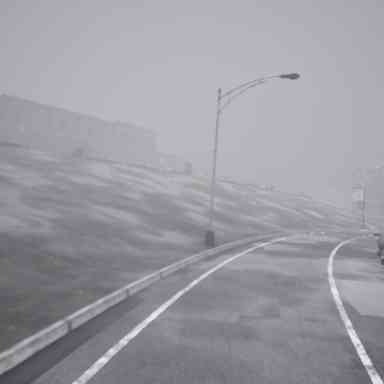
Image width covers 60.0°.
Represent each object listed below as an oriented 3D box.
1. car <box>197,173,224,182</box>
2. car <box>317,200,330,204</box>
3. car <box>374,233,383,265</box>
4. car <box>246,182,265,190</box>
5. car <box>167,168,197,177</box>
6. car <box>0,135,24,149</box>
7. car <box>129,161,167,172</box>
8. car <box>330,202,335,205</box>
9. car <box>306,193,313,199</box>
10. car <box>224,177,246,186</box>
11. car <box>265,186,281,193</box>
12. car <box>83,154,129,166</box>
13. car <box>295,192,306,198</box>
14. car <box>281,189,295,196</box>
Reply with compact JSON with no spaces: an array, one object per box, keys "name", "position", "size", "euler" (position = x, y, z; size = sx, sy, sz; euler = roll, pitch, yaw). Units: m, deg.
[{"name":"car","position":[1.985,-1.983,50.315],"size":[5.008,1.535,2.097],"euler":[8,-5,-42]},{"name":"car","position":[31.922,2.716,82.808],"size":[2.002,1.452,4.674],"euler":[1,-6,38]},{"name":"car","position":[8.971,2.234,14.027],"size":[1.837,1.490,4.892],"euler":[2,-1,26]},{"name":"car","position":[10.075,-0.828,58.049],"size":[4.792,1.488,2.163],"euler":[8,-6,-44]},{"name":"car","position":[-2.134,-2.498,46.632],"size":[4.674,1.452,2.002],"euler":[7,-5,-40]},{"name":"car","position":[-18.977,-4.758,32.646],"size":[4.553,1.767,2.185],"euler":[7,-5,-39]},{"name":"car","position":[-6.325,-3.086,43.045],"size":[4.892,1.521,2.231],"euler":[7,-5,-39]},{"name":"car","position":[35.255,3.374,87.187],"size":[2.002,1.452,4.674],"euler":[1,-6,37]},{"name":"car","position":[25.048,1.176,74.294],"size":[2.435,2.045,5.566],"euler":[1,-6,41]},{"name":"car","position":[6.012,-1.556,54.074],"size":[4.553,1.767,2.185],"euler":[8,-6,-43]},{"name":"car","position":[13.924,-0.265,61.964],"size":[2.002,1.452,4.674],"euler":[0,-6,44]},{"name":"car","position":[-10.566,-3.613,39.552],"size":[4.892,1.521,2.231],"euler":[7,-5,-39]},{"name":"car","position":[21.384,0.698,70.070],"size":[2.185,1.767,4.553],"euler":[0,-6,42]},{"name":"car","position":[17.625,0.240,65.894],"size":[2.231,1.521,4.892],"euler":[0,-6,43]}]
